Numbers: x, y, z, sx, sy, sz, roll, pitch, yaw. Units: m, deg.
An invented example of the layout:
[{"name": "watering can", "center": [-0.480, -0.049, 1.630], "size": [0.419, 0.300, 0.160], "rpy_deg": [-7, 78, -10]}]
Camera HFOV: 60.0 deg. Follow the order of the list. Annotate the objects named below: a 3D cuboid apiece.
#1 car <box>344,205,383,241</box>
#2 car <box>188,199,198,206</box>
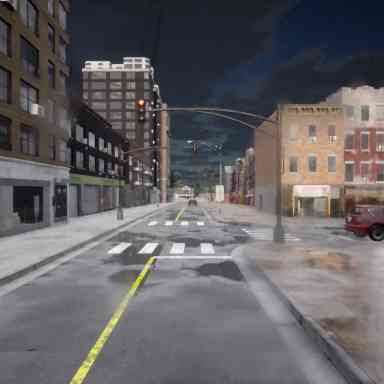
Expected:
[{"name": "car", "center": [10.843, 1.642, 17.854], "size": [5.009, 1.841, 2.192], "rpy_deg": [1, -1, 0]}, {"name": "car", "center": [0.154, 2.204, 72.477], "size": [1.837, 1.490, 4.892], "rpy_deg": [0, -1, 0]}]
